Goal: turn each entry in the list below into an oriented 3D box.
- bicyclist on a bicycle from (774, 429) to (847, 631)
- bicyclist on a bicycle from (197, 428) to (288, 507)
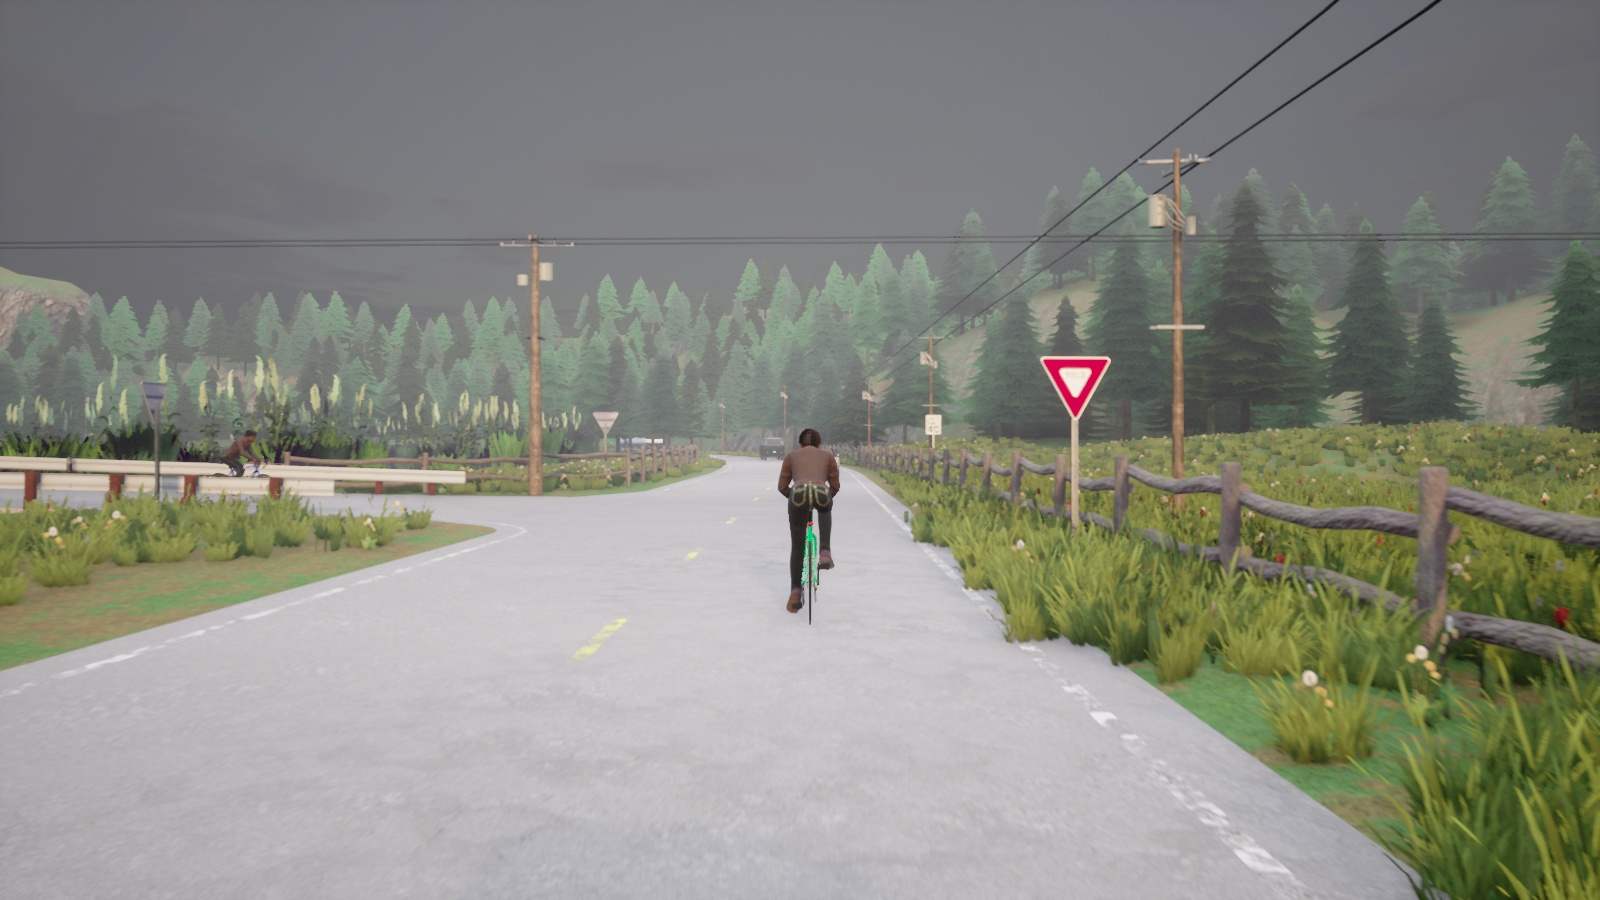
[{"bbox_3d":[0.088,0.638,10.874,0.582,1.620,1.656,0,0,1],"label":"bicyclist on a bicycle"},{"bbox_3d":[-11.882,0.371,26.780,1.656,1.620,0.582,2,0,1],"label":"bicyclist on a bicycle"}]
